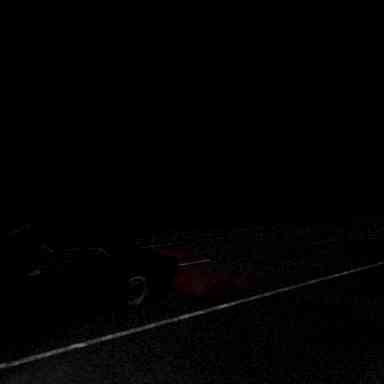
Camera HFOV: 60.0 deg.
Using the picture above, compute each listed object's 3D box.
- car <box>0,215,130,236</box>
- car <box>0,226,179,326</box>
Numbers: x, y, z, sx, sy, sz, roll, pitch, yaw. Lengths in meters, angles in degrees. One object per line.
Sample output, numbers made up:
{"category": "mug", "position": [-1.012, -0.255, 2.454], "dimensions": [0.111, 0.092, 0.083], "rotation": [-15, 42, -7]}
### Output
{"category": "car", "position": [-4.096, 1.461, 9.670], "dimensions": [5.008, 1.535, 1.882], "rotation": [-1, 0, -35]}
{"category": "car", "position": [-2.697, 1.590, 6.369], "dimensions": [4.718, 1.301, 1.895], "rotation": [-1, 0, -35]}
